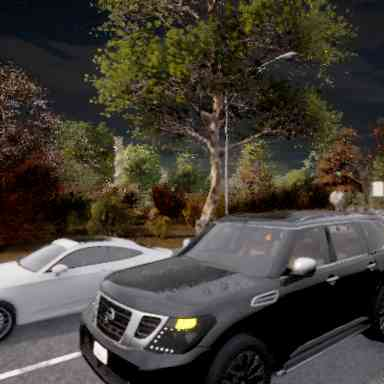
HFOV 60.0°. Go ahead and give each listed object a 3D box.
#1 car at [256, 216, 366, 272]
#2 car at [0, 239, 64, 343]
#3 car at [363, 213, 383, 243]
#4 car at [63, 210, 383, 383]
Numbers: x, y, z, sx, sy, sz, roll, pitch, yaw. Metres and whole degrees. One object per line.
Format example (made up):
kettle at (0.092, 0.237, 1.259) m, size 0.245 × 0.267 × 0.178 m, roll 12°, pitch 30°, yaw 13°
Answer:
car at (4.736, 1.789, 12.801) m, size 5.008 × 1.535 × 1.882 m, roll 2°, pitch -2°, yaw -43°
car at (-2.384, 1.670, 6.742) m, size 4.674 × 1.442 × 1.812 m, roll 1°, pitch -2°, yaw -39°
car at (12.004, 2.077, 19.889) m, size 1.837 × 1.490 × 4.892 m, roll -1°, pitch -2°, yaw 43°
car at (1.238, 1.335, 5.125) m, size 5.566 × 2.045 × 2.150 m, roll 1°, pitch -2°, yaw -38°
